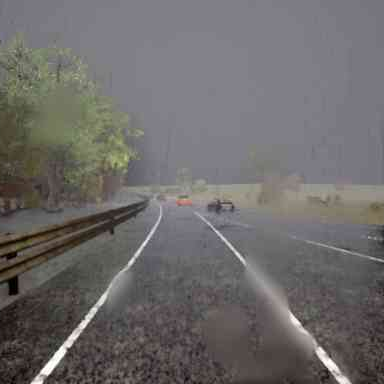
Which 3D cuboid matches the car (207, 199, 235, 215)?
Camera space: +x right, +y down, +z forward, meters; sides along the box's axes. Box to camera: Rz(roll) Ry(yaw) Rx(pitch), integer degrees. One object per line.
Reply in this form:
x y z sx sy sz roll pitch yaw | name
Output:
2.856 1.444 33.588 2.128 1.511 4.902 0 0 -12 | car

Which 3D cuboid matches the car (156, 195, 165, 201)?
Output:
-7.873 1.466 83.479 1.882 1.535 5.008 0 0 -12 | car

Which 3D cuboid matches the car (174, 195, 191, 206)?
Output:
-1.542 1.323 54.031 2.097 1.767 4.553 0 0 -12 | car
